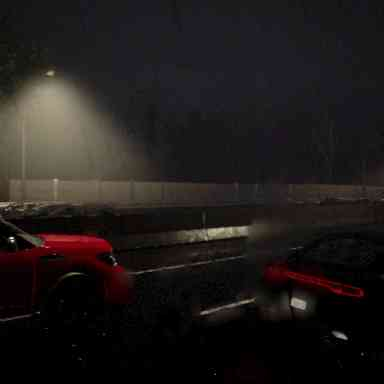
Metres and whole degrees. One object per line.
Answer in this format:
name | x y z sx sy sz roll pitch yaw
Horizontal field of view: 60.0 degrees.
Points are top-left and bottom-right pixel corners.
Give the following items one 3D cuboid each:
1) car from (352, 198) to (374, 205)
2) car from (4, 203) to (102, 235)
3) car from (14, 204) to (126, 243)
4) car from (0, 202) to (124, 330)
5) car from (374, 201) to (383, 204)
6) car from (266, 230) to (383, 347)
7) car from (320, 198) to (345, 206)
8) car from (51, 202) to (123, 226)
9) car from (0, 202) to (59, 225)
car | 24.591 1.587 47.261 4.181 1.385 1.994 0 0 -35
car | -8.129 1.478 19.686 5.008 1.535 1.882 0 0 -35
car | -6.074 1.477 16.853 5.008 1.535 1.882 0 0 -35
car | -3.916 1.223 5.253 5.566 2.045 2.150 0 0 -35
car | 26.828 1.529 44.559 4.892 1.490 1.837 1 0 -35
car | 3.574 1.476 6.293 5.008 1.535 1.882 0 0 -35
car | 20.557 1.584 48.697 4.181 1.385 1.994 0 0 -35
car | -7.631 1.526 24.339 4.674 1.442 1.812 0 0 -36
car | -12.574 1.505 24.327 4.892 1.490 1.837 0 0 -38
